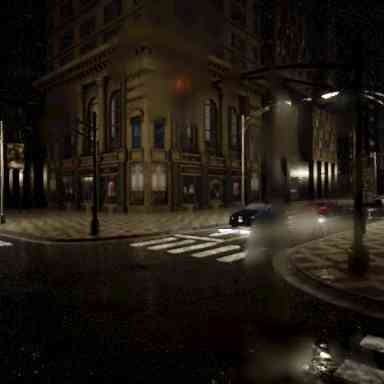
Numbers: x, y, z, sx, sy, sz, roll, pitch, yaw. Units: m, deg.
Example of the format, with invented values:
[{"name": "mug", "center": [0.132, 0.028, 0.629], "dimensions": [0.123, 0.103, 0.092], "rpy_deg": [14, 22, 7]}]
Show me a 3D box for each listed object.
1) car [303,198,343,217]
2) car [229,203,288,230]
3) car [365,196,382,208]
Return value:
[{"name": "car", "center": [10.623, 1.208, 26.949], "dimensions": [1.994, 1.385, 4.181], "rpy_deg": [0, 1, 42]}, {"name": "car", "center": [3.969, 1.356, 19.588], "dimensions": [1.994, 1.385, 4.181], "rpy_deg": [0, 1, 42]}, {"name": "car", "center": [19.499, 1.010, 36.739], "dimensions": [1.994, 1.385, 4.181], "rpy_deg": [0, 1, 43]}]
